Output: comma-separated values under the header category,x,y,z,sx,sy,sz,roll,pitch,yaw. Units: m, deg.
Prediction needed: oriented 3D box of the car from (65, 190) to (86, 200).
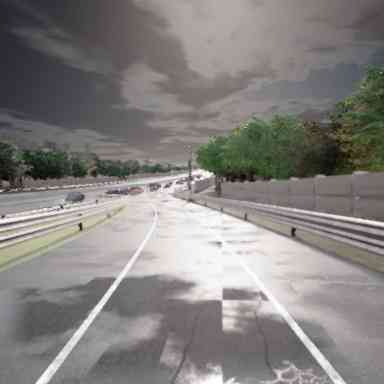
category,x,y,z,sx,sy,sz,roll,pitch,yaw
car,-24.139,0.679,69.101,2.097,1.767,4.553,0,3,8

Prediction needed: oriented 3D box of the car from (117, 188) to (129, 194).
category,x,y,z,sx,sy,sz,roll,pitch,yaw
car,-17.743,-0.399,89.242,2.097,1.767,4.553,0,3,8

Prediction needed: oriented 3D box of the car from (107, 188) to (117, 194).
category,x,y,z,sx,sy,sz,roll,pitch,yaw
car,-21.209,-0.255,89.744,2.128,1.511,4.902,0,3,8

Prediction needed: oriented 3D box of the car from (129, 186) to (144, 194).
category,x,y,z,sx,sy,sz,roll,pitch,yaw
car,-14.275,-0.376,88.777,2.097,1.767,4.553,0,3,8

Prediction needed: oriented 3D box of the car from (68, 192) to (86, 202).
category,x,y,z,sx,sy,sz,roll,pitch,yaw
car,-21.660,1.258,61.556,2.033,1.411,5.357,0,3,8

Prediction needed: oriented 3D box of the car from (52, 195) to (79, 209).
category,x,y,z,sx,sy,sz,roll,pitch,yaw
car,-19.606,1.739,50.829,1.812,1.442,4.674,0,3,8
